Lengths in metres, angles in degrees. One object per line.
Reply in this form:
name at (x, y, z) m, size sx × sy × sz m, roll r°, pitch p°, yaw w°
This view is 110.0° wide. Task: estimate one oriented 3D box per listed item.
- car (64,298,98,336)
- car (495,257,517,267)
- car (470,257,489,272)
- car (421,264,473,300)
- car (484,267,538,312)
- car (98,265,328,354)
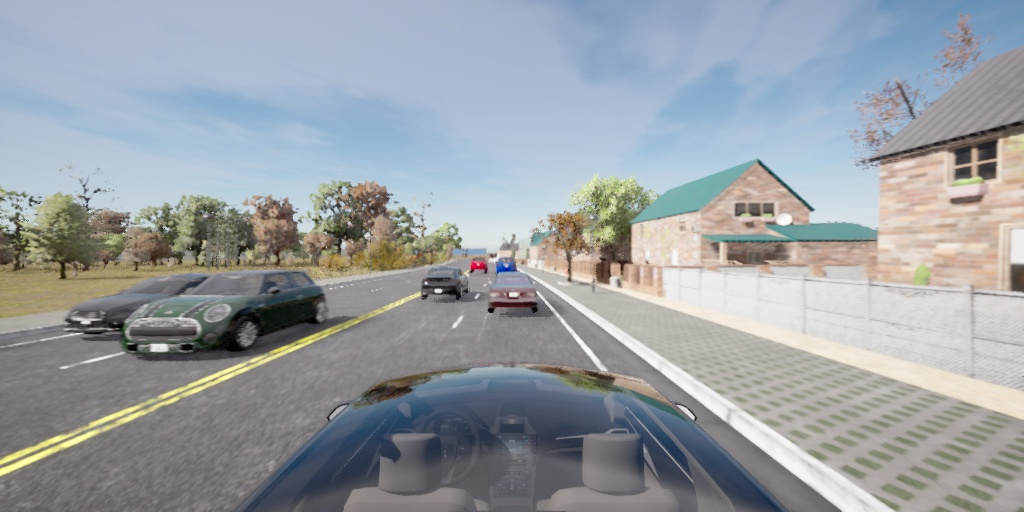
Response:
car at (-9.903, 1.306, 10.742) m, size 1.837 × 1.490 × 4.892 m, roll 0°, pitch 0°, yaw -1°
car at (-0.650, 1.115, 38.917) m, size 2.150 × 2.045 × 5.566 m, roll 0°, pitch 0°, yaw -2°
car at (-4.233, 1.152, 46.426) m, size 2.150 × 2.045 × 5.566 m, roll 0°, pitch -1°, yaw -3°
car at (-3.302, 1.322, 18.280) m, size 1.837 × 1.490 × 4.892 m, roll 0°, pitch -1°, yaw -1°
car at (0.010, 1.346, 14.471) m, size 2.033 × 1.411 × 5.357 m, roll 0°, pitch 0°, yaw -1°
car at (-6.639, 1.140, 8.975) m, size 2.097 × 1.767 × 4.553 m, roll 0°, pitch 0°, yaw 0°
